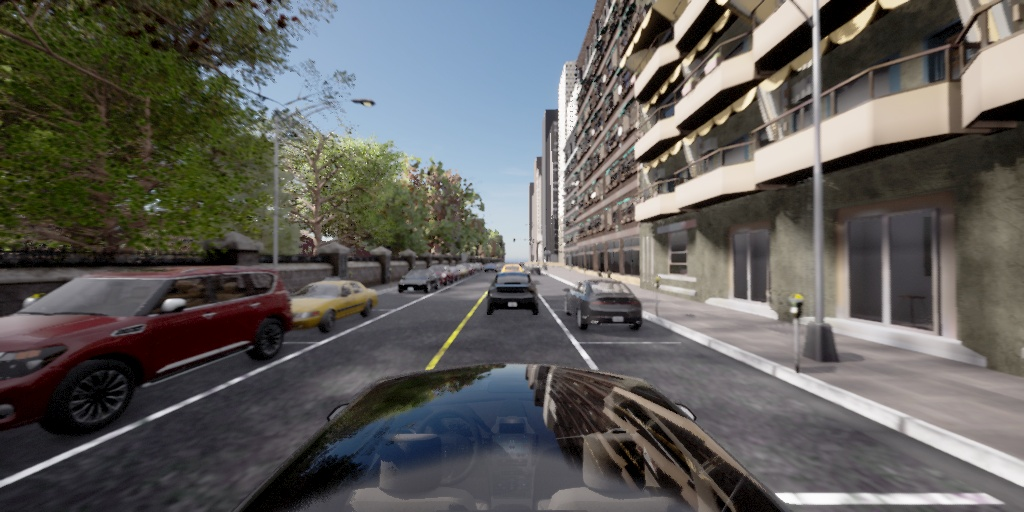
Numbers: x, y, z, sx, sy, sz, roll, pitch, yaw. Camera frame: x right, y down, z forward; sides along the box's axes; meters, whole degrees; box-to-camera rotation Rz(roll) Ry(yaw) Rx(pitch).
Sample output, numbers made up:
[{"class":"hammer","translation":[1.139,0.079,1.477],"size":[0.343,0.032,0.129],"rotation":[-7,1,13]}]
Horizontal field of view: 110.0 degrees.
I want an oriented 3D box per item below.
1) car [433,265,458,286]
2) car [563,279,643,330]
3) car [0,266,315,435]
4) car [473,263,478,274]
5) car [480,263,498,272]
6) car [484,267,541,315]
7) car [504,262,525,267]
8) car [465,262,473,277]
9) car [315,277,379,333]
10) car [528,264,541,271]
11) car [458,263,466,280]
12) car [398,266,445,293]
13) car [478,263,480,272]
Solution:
[{"class":"car","translation":[-5.696,1.418,27.890],"size":[1.967,1.591,4.097],"rotation":[0,0,0]},{"class":"car","translation":[2.687,1.383,11.279],"size":[2.007,1.370,4.403],"rotation":[0,0,0]},{"class":"car","translation":[-5.692,1.099,5.737],"size":[2.192,1.841,5.009],"rotation":[0,0,0]},{"class":"car","translation":[-5.699,1.568,44.506],"size":[1.967,1.591,4.097],"rotation":[0,0,0]},{"class":"car","translation":[-3.091,1.758,53.558],"size":[2.033,1.411,5.357],"rotation":[0,-1,0]},{"class":"car","translation":[0.041,1.364,14.246],"size":[1.837,1.490,4.892],"rotation":[0,0,1]},{"class":"car","translation":[0.049,1.478,30.440],"size":[1.882,1.535,5.008],"rotation":[0,0,1]},{"class":"car","translation":[-5.698,1.603,38.797],"size":[1.751,1.417,4.829],"rotation":[0,0,0]},{"class":"car","translation":[-5.693,1.357,11.105],"size":[1.751,1.417,4.829],"rotation":[0,0,0]},{"class":"car","translation":[2.681,1.679,44.509],"size":[2.007,1.370,4.403],"rotation":[0,0,0]},{"class":"car","translation":[-5.697,1.609,33.429],"size":[1.802,1.307,4.207],"rotation":[0,0,0]},{"class":"car","translation":[-5.695,1.494,22.352],"size":[1.948,1.339,4.313],"rotation":[0,0,0]},{"class":"car","translation":[-5.779,1.780,55.581],"size":[2.007,1.370,4.403],"rotation":[0,0,0]}]
